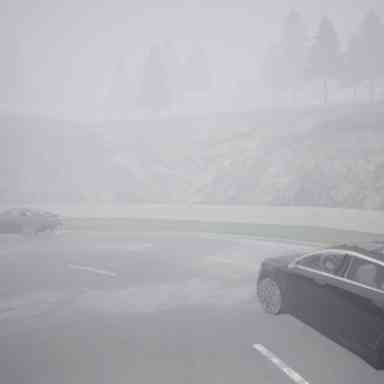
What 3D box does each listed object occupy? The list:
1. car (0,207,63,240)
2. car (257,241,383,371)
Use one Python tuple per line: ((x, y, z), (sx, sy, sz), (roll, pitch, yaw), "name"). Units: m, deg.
((-9.122, 1.545, 16.909), (4.902, 1.511, 2.128), (0, 0, 4), "car")
((2.658, 1.478, 4.854), (2.128, 1.511, 4.902), (0, 0, -15), "car")
